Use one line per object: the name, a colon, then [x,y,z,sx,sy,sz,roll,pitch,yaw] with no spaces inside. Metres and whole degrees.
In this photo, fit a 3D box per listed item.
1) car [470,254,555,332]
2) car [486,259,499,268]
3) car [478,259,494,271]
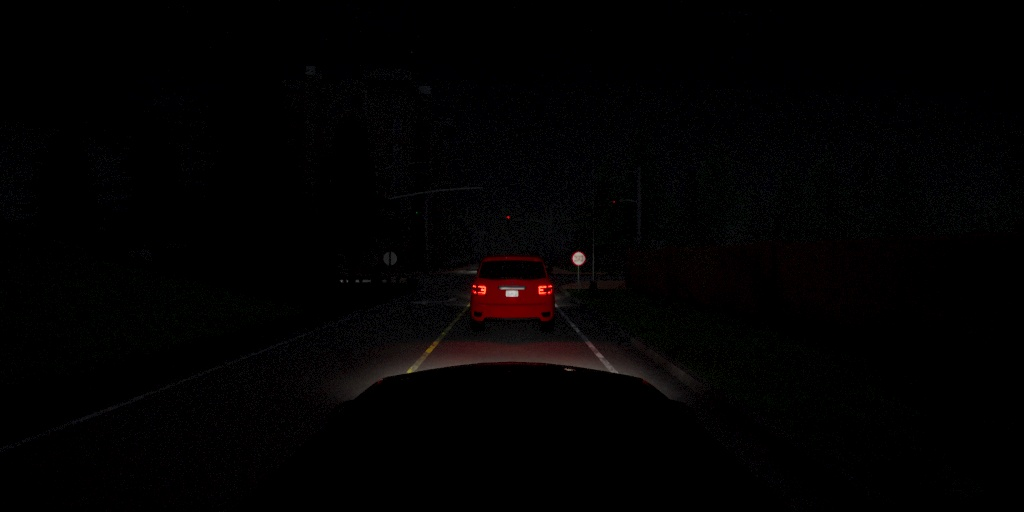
car: [0.050,0.971,11.027,2.150,2.045,5.566,0,0,1]
car: [-3.503,1.313,64.125,1.994,1.385,4.181,0,0,1]
car: [-3.550,1.227,50.077,1.882,1.535,5.008,0,0,0]
